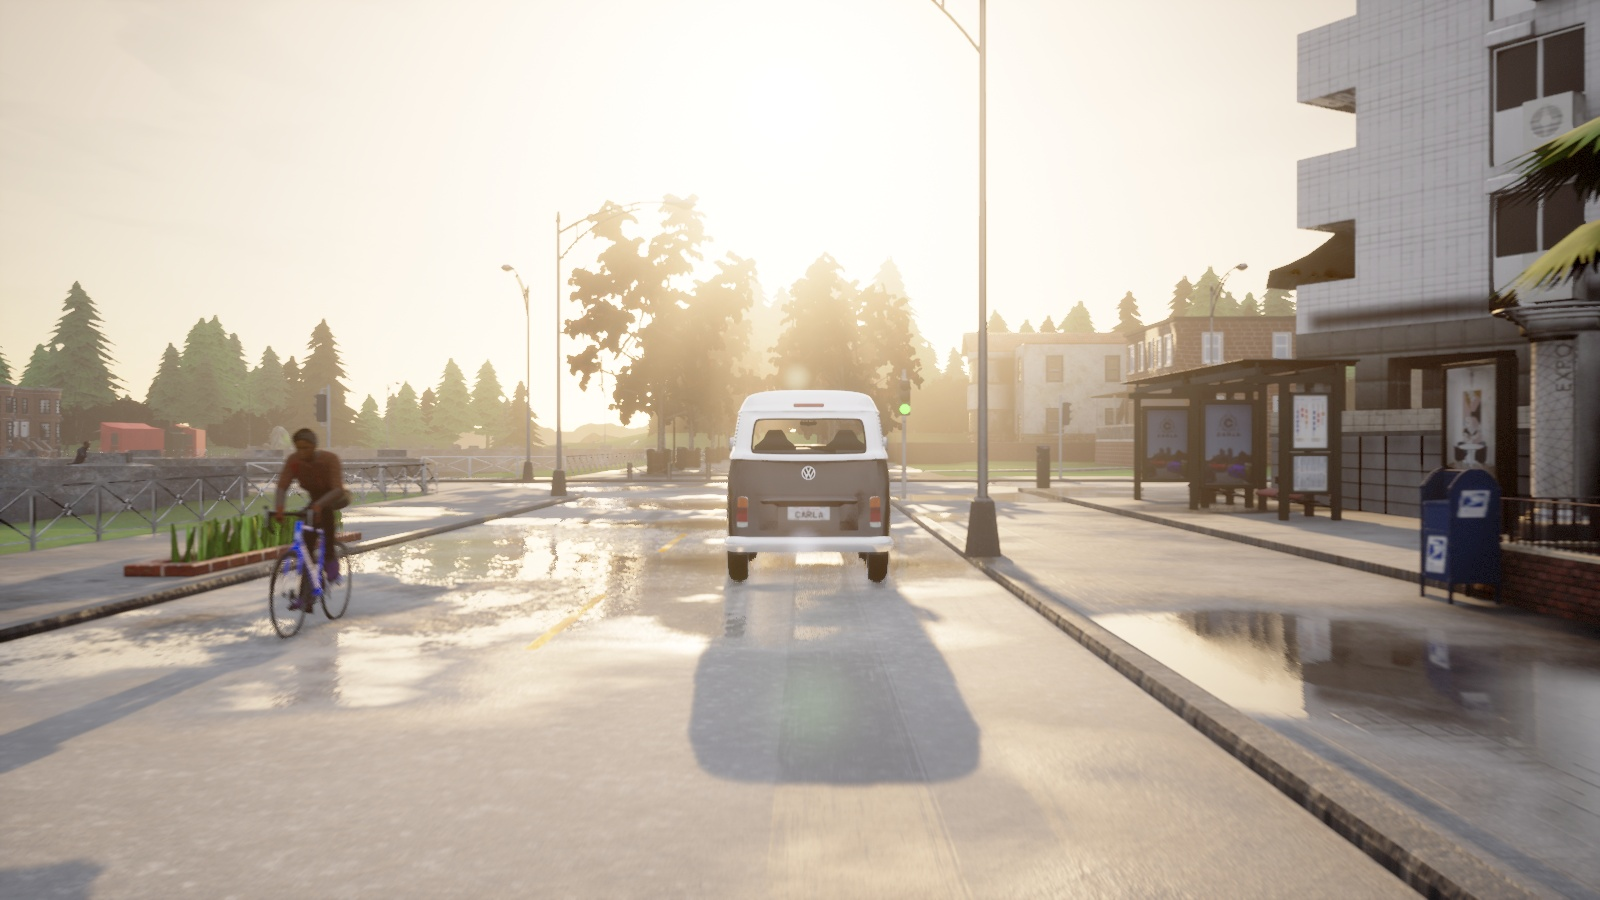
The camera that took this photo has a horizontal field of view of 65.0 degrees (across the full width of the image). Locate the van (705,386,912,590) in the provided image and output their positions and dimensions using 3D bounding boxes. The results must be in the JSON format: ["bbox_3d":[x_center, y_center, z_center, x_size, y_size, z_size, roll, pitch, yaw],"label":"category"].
[{"bbox_3d":[0.101,0.384,14.812,2.069,2.038,4.480,0,0,0],"label":"van"}]

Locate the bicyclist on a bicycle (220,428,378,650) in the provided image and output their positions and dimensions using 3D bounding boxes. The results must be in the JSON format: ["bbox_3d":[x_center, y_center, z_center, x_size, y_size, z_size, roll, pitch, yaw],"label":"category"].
[{"bbox_3d":[-3.928,0.640,9.978,0.582,1.620,1.656,0,1,0],"label":"bicyclist on a bicycle"}]
